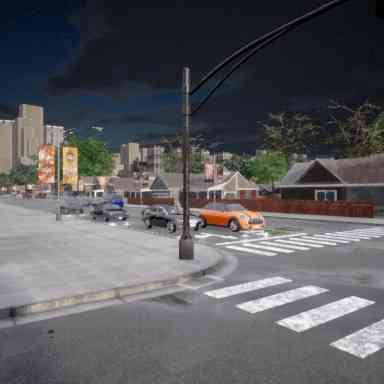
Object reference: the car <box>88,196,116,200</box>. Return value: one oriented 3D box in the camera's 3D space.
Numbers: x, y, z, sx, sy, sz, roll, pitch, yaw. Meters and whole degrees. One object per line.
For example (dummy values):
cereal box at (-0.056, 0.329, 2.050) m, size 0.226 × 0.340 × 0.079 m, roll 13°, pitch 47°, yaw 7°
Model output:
car at (-13.426, 1.786, 49.082) m, size 1.837 × 1.490 × 4.892 m, roll 0°, pitch 0°, yaw -35°

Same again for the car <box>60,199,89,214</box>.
car at (-13.858, 1.739, 38.155) m, size 1.837 × 1.490 × 4.892 m, roll 0°, pitch 0°, yaw -35°

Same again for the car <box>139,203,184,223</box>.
car at (-2.613, 1.706, 27.954) m, size 1.994 × 1.385 × 4.181 m, roll 0°, pitch 0°, yaw -34°

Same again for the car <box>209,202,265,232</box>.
car at (2.397, 1.440, 20.935) m, size 2.097 × 1.767 × 4.553 m, roll 0°, pitch 0°, yaw -36°

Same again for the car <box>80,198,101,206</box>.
car at (-19.163, 1.907, 62.579) m, size 2.033 × 1.411 × 5.357 m, roll 0°, pitch 0°, yaw -35°

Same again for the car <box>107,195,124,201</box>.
car at (-13.011, 1.523, 54.100) m, size 2.150 × 2.045 × 5.566 m, roll 0°, pitch 0°, yaw -36°

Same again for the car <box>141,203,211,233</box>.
car at (-1.347, 1.592, 20.564) m, size 2.128 × 1.511 × 4.902 m, roll 0°, pitch 0°, yaw -35°

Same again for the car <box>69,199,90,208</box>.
car at (-19.477, 1.887, 57.565) m, size 2.033 × 1.411 × 5.357 m, roll 0°, pitch 0°, yaw -34°

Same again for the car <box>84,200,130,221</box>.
car at (-7.323, 1.712, 28.947) m, size 2.033 × 1.411 × 5.357 m, roll 0°, pitch 0°, yaw -35°
